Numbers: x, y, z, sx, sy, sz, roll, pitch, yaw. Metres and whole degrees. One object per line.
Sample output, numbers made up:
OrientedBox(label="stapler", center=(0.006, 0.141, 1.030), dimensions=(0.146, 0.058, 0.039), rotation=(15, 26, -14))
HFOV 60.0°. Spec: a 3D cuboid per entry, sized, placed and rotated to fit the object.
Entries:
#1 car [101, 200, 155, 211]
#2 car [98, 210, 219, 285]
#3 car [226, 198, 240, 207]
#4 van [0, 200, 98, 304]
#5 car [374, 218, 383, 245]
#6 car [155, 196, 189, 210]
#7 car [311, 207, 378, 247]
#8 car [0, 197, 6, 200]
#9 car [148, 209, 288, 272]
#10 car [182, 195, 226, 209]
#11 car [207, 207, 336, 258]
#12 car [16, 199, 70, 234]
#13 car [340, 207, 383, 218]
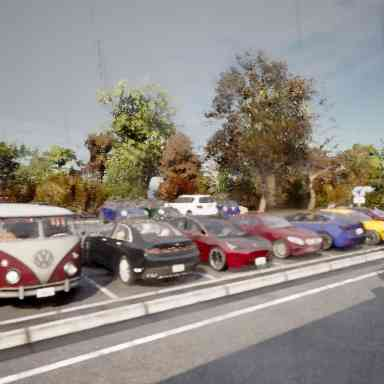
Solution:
OrientedBox(label="car", center=(-4.853, 1.400, 23.664), dimensions=(2.185, 1.767, 4.553), rotation=(0, 0, -35))
OrientedBox(label="car", center=(-1.711, 1.527, 9.814), dimensions=(2.231, 1.521, 4.892), rotation=(0, 0, -35))
OrientedBox(label="car", center=(2.103, 1.399, 28.515), dimensions=(2.185, 1.767, 4.553), rotation=(0, 0, -35))
OrientedBox(label="van", center=(-4.020, 1.301, 8.044), dimensions=(1.878, 1.987, 4.442), rotation=(0, 0, -35))
OrientedBox(label="car", center=(7.022, 1.471, 8.696), dimensions=(5.008, 1.535, 1.882), rotation=(0, 0, -36))
OrientedBox(label="car", center=(-2.581, 1.400, 25.273), dimensions=(2.185, 1.767, 4.553), rotation=(0, 0, -35))
OrientedBox(label="car", center=(5.082, 1.556, 14.670), dimensions=(2.163, 1.488, 4.792), rotation=(0, 0, -35))
OrientedBox(label="car", center=(-11.669, 1.274, 18.832), dimensions=(2.435, 2.045, 5.566), rotation=(0, 0, -35))
OrientedBox(label="car", center=(0.574, 1.556, 11.405), dimensions=(2.163, 1.488, 4.792), rotation=(0, 0, -35))
OrientedBox(label="car", center=(-0.204, 1.274, 26.953), dimensions=(2.435, 2.045, 5.566), rotation=(0, 0, -35))
OrientedBox(label="car", center=(2.826, 1.566, 13.039), dimensions=(2.002, 1.452, 4.674), rotation=(0, 0, -35))
OrientedBox(label="car", center=(-9.260, 1.400, 20.465), dimensions=(2.185, 1.767, 4.553), rotation=(0, 0, -35))
OrientedBox(label="car", center=(7.477, 1.523, 16.103), dimensions=(1.946, 1.575, 5.366), rotation=(0, 0, -35))
